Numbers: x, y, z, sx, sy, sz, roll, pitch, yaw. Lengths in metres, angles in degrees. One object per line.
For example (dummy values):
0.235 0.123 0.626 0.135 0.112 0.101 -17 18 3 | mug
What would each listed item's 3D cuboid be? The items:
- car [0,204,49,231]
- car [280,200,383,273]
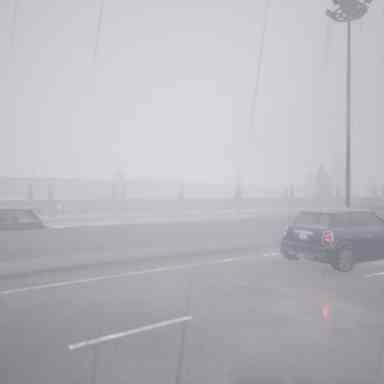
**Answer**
-7.345 1.320 11.439 4.553 1.767 2.097 0 0 -34 | car
5.080 1.300 10.661 4.553 1.767 2.097 0 0 -29 | car
